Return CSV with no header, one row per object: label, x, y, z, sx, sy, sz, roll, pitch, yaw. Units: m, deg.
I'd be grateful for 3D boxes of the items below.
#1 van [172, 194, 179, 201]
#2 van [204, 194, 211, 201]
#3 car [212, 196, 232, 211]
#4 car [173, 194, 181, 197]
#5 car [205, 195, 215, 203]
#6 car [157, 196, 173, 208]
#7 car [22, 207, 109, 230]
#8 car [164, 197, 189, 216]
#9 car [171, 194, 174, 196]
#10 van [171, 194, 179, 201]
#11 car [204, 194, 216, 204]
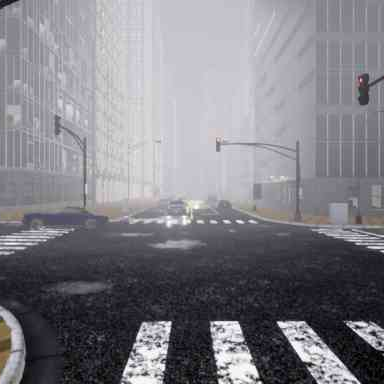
van,-4.188,1.314,85.951,1.690,1.788,3.998,0,0,0
van,3.716,1.320,80.457,1.690,1.788,3.998,0,0,0
car,3.928,1.579,41.765,1.947,1.339,4.313,0,0,0
car,-1.574,1.484,52.874,1.882,1.535,5.008,0,0,0
car,3.762,1.432,69.402,1.967,1.590,4.097,0,0,0
car,-4.025,1.592,47.258,1.802,1.307,4.206,0,0,0
car,-7.450,1.519,19.729,4.718,1.301,1.895,3,0,-22
car,-1.502,1.543,33.364,1.812,1.442,4.674,0,0,0
car,-4.095,1.563,63.841,1.947,1.339,4.313,0,0,0
van,-4.165,1.320,80.424,1.690,1.788,3.998,0,0,0
car,3.786,1.312,63.873,2.192,1.841,5.009,0,0,0
